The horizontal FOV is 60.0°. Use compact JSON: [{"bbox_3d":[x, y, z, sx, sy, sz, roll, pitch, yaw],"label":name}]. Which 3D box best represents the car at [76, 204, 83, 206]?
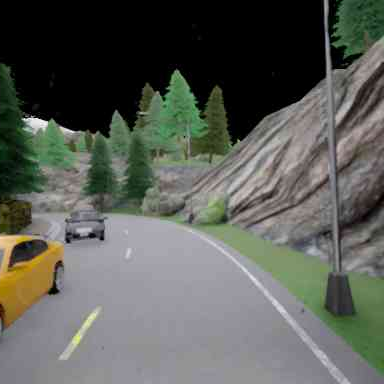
[{"bbox_3d":[-9.405,1.850,28.991,1.882,1.535,5.008,-2,1,-25],"label":"car"}]

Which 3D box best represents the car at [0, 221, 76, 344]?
[{"bbox_3d":[-3.913,1.634,6.282,1.882,1.535,5.008,-2,0,-5],"label":"car"}]

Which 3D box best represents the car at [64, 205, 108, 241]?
[{"bbox_3d":[-5.540,1.711,17.624,2.128,1.511,4.902,-2,0,-14],"label":"car"}]
